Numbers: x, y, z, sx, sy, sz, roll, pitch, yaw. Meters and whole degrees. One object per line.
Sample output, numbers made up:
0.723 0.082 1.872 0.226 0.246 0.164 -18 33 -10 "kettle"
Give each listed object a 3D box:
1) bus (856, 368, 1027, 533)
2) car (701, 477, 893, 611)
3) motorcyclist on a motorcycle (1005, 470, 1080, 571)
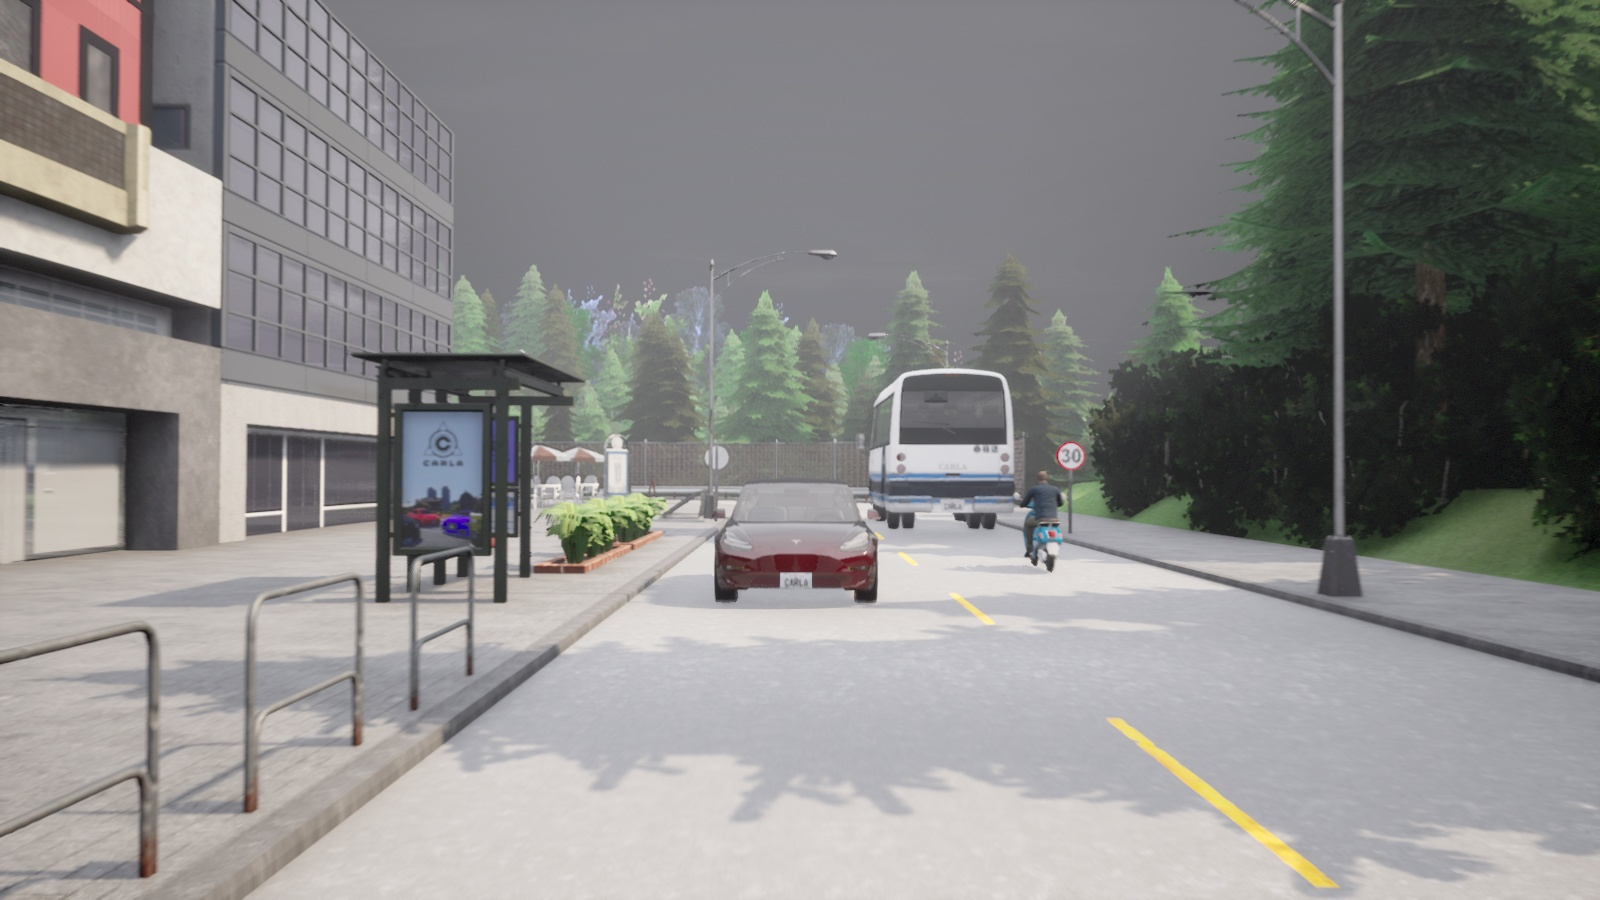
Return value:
3.903 0.103 37.753 3.944 4.253 10.273 0 -1 0 "bus"
-0.041 1.116 16.639 2.163 1.488 4.792 0 -1 0 "car"
3.950 1.125 20.622 0.866 1.590 1.817 0 -1 0 "motorcyclist on a motorcycle"
